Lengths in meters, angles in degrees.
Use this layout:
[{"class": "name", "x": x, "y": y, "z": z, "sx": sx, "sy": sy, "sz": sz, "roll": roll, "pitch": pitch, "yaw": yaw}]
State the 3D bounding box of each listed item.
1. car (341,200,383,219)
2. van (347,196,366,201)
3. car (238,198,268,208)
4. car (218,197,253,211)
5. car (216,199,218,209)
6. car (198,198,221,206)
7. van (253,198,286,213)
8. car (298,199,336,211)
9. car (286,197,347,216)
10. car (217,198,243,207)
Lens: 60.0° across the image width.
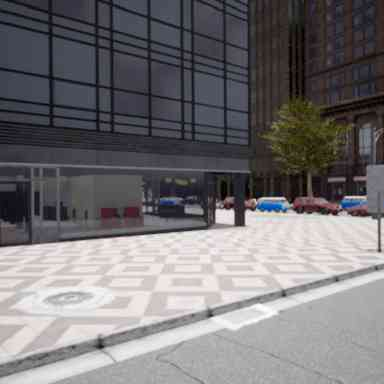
[{"class": "car", "x": 16.128, "y": 1.695, "z": 29.869, "sx": 1.802, "sy": 1.307, "sz": 4.206, "roll": -2, "pitch": 0, "yaw": -35}, {"class": "van", "x": 19.772, "y": 1.416, "z": 39.445, "sx": 1.690, "sy": 1.788, "sz": 3.998, "roll": -2, "pitch": 0, "yaw": -35}, {"class": "car", "x": 9.804, "y": 1.763, "z": 53.469, "sx": 1.752, "sy": 1.417, "sz": 4.829, "roll": -1, "pitch": 0, "yaw": -35}, {"class": "car", "x": 6.247, "y": 1.595, "z": 43.754, "sx": 2.192, "sy": 1.841, "sz": 5.009, "roll": -1, "pitch": 0, "yaw": -35}, {"class": "car", "x": 2.960, "y": 1.883, "z": 48.383, "sx": 2.008, "sy": 1.369, "sz": 4.403, "roll": -1, "pitch": 0, "yaw": -35}, {"class": "car", "x": 3.320, "y": 1.888, "z": 62.586, "sx": 2.008, "sy": 1.369, "sz": 4.403, "roll": -1, "pitch": 0, "yaw": -35}, {"class": "van", "x": 9.539, "y": 1.568, "z": 39.126, "sx": 1.690, "sy": 1.788, "sz": 3.998, "roll": -1, "pitch": 0, "yaw": -35}, {"class": "car", "x": 16.486, "y": 1.696, "z": 44.074, "sx": 1.947, "sy": 1.339, "sz": 4.313, "roll": -1, "pitch": 0, "yaw": -35}, {"class": "car", "x": 12.829, "y": 1.486, "z": 34.497, "sx": 2.192, "sy": 1.841, "sz": 5.009, "roll": -2, "pitch": 0, "yaw": -35}, {"class": "car", "x": 6.612, "y": 1.832, "z": 57.958, "sx": 1.887, "sy": 1.381, "sz": 4.507, "roll": -1, "pitch": 0, "yaw": -35}]
